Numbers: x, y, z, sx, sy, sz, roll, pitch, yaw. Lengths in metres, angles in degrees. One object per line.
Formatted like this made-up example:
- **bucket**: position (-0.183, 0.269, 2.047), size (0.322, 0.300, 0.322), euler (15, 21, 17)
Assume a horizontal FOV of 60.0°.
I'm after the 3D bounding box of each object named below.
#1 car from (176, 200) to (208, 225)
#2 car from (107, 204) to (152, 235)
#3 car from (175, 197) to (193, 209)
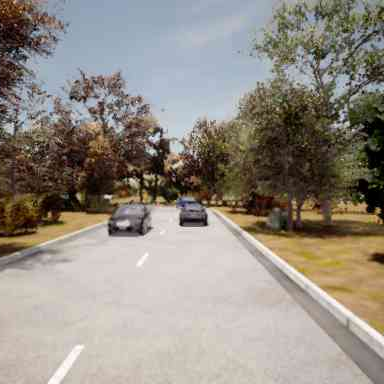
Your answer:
- **car**: position (0.104, 1.521, 23.863), size (1.994, 1.385, 4.181), euler (0, 0, 0)
- **car**: position (-3.345, 1.462, 18.520), size (2.128, 1.511, 4.902), euler (0, 0, 0)
- **car**: position (-0.863, 1.408, 41.671), size (1.882, 1.535, 5.008), euler (1, -1, -14)
